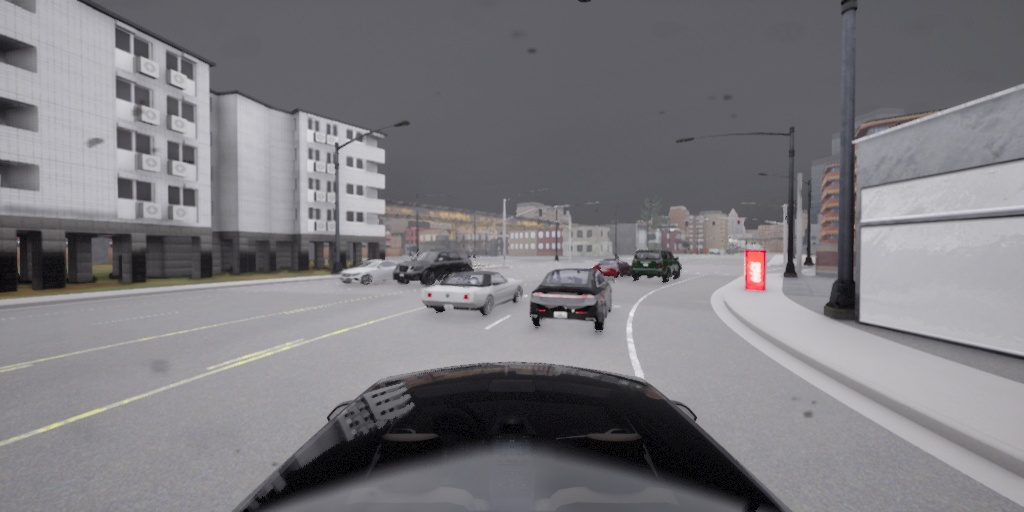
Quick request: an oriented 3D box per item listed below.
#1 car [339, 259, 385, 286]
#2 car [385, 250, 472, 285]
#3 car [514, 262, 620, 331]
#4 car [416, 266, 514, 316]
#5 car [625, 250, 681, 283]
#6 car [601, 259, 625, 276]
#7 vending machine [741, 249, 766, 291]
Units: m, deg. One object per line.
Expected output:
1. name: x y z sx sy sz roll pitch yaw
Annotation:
1. car: -8.350 0.950 22.292 1.812 1.442 4.674 0 1 28
2. car: -4.632 0.651 21.939 2.150 2.045 5.566 0 1 30
3. car: 1.895 1.101 10.545 2.128 1.511 4.902 0 1 19
4. car: -1.098 1.178 12.637 1.895 1.301 4.718 0 1 20
5. car: 9.796 0.613 24.213 2.150 2.045 5.566 1 1 36
6. car: 7.693 0.909 27.179 1.994 1.385 4.181 1 1 37
7. vending machine: 11.701 0.698 17.227 1.100 2.100 0.880 0 0 36
